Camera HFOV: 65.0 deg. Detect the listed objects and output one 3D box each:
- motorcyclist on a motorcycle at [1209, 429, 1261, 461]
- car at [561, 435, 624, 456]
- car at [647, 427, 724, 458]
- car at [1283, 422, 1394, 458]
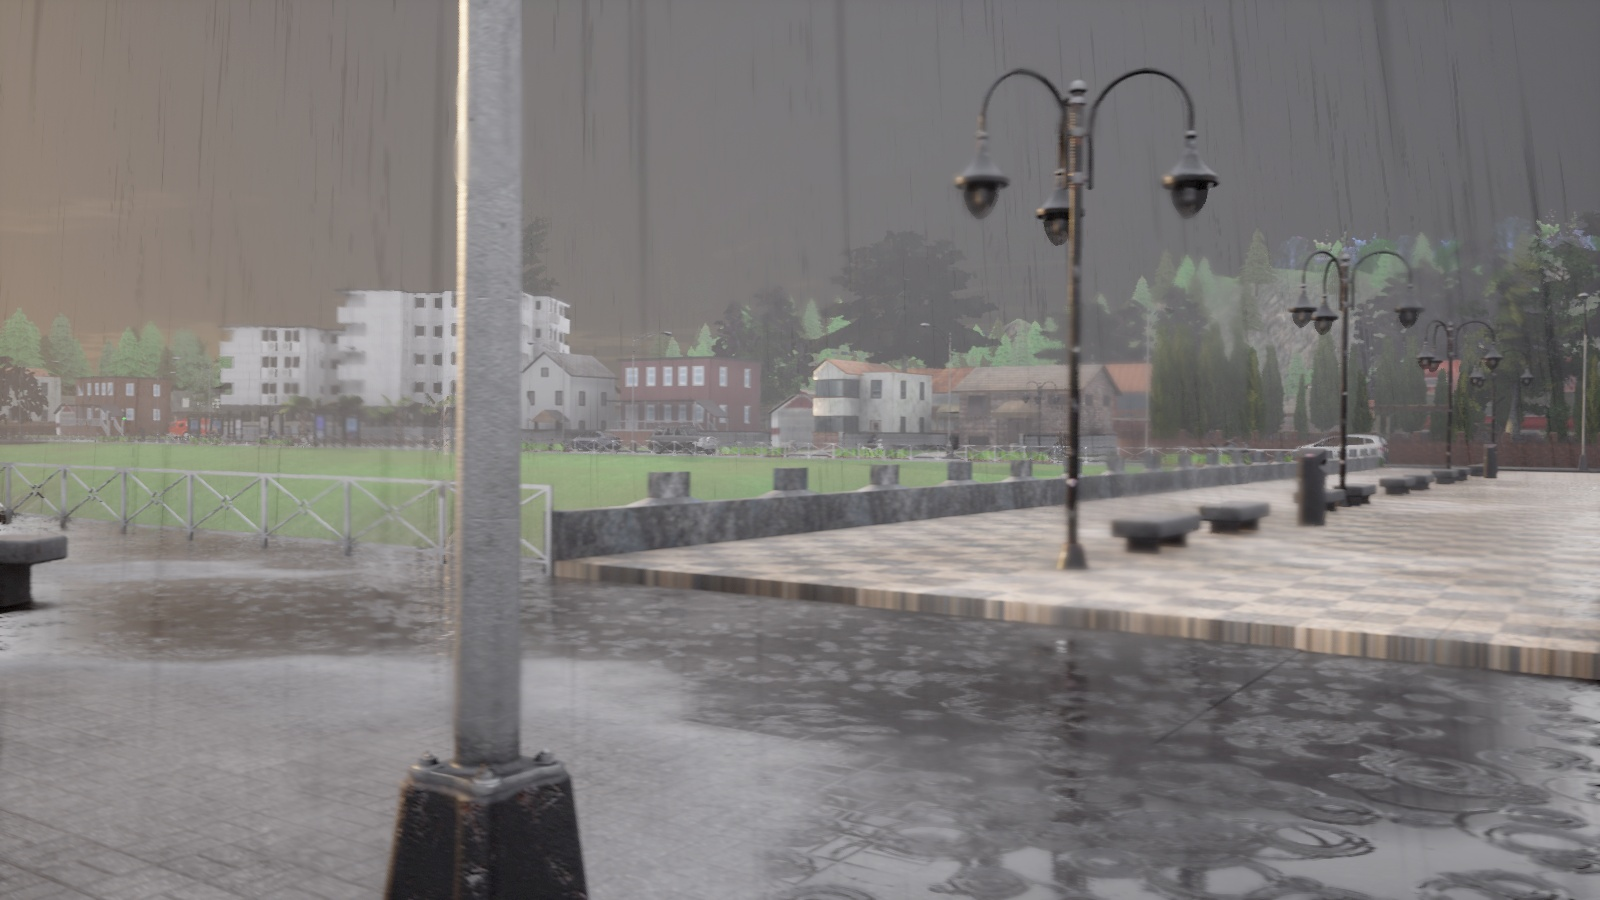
[{"bbox_3d":[20.681,-0.236,59.728,2.191,1.530,0.866,0,1,34],"label":"motorcyclist on a motorcycle"},{"bbox_3d":[-14.555,-0.323,87.952,4.193,1.474,1.816,0,1,34],"label":"car"},{"bbox_3d":[-7.147,-0.455,78.221,4.605,1.855,1.932,0,1,34],"label":"car"},{"bbox_3d":[26.112,-0.492,60.918,4.611,1.667,2.242,0,1,34],"label":"car"}]
